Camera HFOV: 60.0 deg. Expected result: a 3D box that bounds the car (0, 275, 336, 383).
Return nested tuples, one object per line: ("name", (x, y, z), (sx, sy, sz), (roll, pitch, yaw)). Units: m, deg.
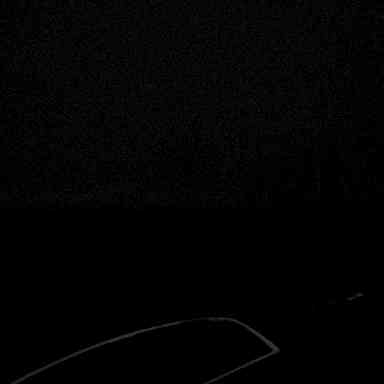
("car", (-0.984, 1.504, 2.248), (4.892, 1.490, 1.837), (0, 0, -35))
